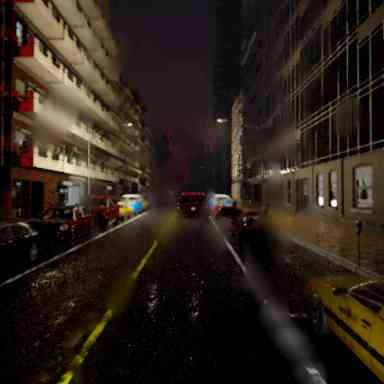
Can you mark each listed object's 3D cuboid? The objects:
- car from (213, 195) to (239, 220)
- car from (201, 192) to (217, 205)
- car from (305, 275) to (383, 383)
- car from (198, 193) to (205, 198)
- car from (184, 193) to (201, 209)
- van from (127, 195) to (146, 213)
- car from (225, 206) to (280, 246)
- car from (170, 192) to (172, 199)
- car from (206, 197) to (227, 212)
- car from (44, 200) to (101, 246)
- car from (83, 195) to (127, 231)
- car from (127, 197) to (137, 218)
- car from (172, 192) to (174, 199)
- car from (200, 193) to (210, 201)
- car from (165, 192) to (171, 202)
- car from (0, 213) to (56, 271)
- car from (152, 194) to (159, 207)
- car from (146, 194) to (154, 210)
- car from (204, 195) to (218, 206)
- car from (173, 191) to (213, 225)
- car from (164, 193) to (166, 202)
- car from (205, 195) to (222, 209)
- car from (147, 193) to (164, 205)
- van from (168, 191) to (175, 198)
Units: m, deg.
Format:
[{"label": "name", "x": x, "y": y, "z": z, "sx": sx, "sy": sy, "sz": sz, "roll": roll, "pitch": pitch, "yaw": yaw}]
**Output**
[{"label": "car", "x": 2.688, "y": 1.286, "z": 25.738, "sx": 1.967, "sy": 1.590, "sz": 4.097, "roll": 1, "pitch": 0, "yaw": 0}, {"label": "car", "x": 2.671, "y": 0.991, "z": 53.476, "sx": 2.192, "sy": 1.841, "sz": 5.009, "roll": 1, "pitch": 0, "yaw": 0}, {"label": "car", "x": 2.702, "y": 1.503, "z": 3.716, "sx": 1.752, "sy": 1.417, "sz": 4.829, "roll": 1, "pitch": 0, "yaw": 0}, {"label": "car", "x": 2.639, "y": 1.016, "z": 92.312, "sx": 1.802, "sy": 1.307, "sz": 4.206, "roll": 1, "pitch": 0, "yaw": 0}, {"label": "car", "x": 0.070, "y": 1.100, "z": 41.964, "sx": 2.097, "sy": 1.767, "sz": 4.553, "roll": 0, "pitch": 0, "yaw": 0}, {"label": "van", "x": -5.668, "y": 1.155, "z": 31.193, "sx": 1.690, "sy": 1.788, "sz": 3.998, "roll": 1, "pitch": 0, "yaw": 0}, {"label": "car", "x": 2.694, "y": 1.495, "z": 14.643, "sx": 1.802, "sy": 1.307, "sz": 4.206, "roll": 1, "pitch": 0, "yaw": 0}, {"label": "car", "x": -5.692, "y": 1.156, "z": 70.020, "sx": 1.802, "sy": 1.307, "sz": 4.206, "roll": 1, "pitch": 0, "yaw": 0}, {"label": "car", "x": 2.678, "y": 1.344, "z": 36.835, "sx": 1.947, "sy": 1.339, "sz": 4.313, "roll": 1, "pitch": 0, "yaw": 0}, {"label": "car", "x": -5.684, "y": 1.354, "z": 14.553, "sx": 1.967, "sy": 1.590, "sz": 4.097, "roll": 1, "pitch": 0, "yaw": 0}, {"label": "car", "x": -5.688, "y": 1.196, "z": 20.099, "sx": 2.192, "sy": 1.841, "sz": 5.009, "roll": 1, "pitch": 0, "yaw": 0}, {"label": "car", "x": -5.703, "y": 1.373, "z": 25.476, "sx": 1.752, "sy": 1.417, "sz": 4.829, "roll": 1, "pitch": 0, "yaw": 0}, {"label": "car", "x": -5.695, "y": 0.819, "z": 81.111, "sx": 2.192, "sy": 1.841, "sz": 5.009, "roll": 1, "pitch": 0, "yaw": 0}, {"label": "car", "x": 2.658, "y": 1.013, "z": 70.120, "sx": 1.967, "sy": 1.590, "sz": 4.097, "roll": 1, "pitch": 0, "yaw": 0}, {"label": "car", "x": -5.688, "y": 1.174, "z": 64.473, "sx": 1.947, "sy": 1.339, "sz": 4.313, "roll": 1, "pitch": 0, "yaw": 0}, {"label": "car", "x": -5.682, "y": 1.497, "z": 9.007, "sx": 2.008, "sy": 1.369, "sz": 4.403, "roll": 1, "pitch": 0, "yaw": 0}, {"label": "car", "x": -5.673, "y": 1.327, "z": 42.286, "sx": 1.802, "sy": 1.307, "sz": 4.206, "roll": 1, "pitch": 0, "yaw": 0}, {"label": "car", "x": -5.668, "y": 1.306, "z": 36.570, "sx": 1.752, "sy": 1.417, "sz": 4.829, "roll": 1, "pitch": 0, "yaw": 0}, {"label": "car", "x": 2.671, "y": 1.234, "z": 48.100, "sx": 1.752, "sy": 1.417, "sz": 4.829, "roll": 1, "pitch": 0, "yaw": 0}, {"label": "car", "x": 0.089, "y": 1.085, "z": 23.178, "sx": 2.150, "sy": 2.045, "sz": 5.566, "roll": 0, "pitch": 1, "yaw": 0}, {"label": "car", "x": -5.680, "y": 1.203, "z": 53.209, "sx": 1.752, "sy": 1.417, "sz": 4.829, "roll": 1, "pitch": 0, "yaw": 0}, {"label": "car", "x": 2.677, "y": 1.184, "z": 42.382, "sx": 1.967, "sy": 1.590, "sz": 4.097, "roll": 1, "pitch": 0, "yaw": 0}, {"label": "car", "x": -5.672, "y": 1.026, "z": 47.831, "sx": 2.192, "sy": 1.841, "sz": 5.009, "roll": 1, "pitch": 0, "yaw": 0}, {"label": "van", "x": -5.703, "y": 0.776, "z": 92.204, "sx": 1.690, "sy": 1.788, "sz": 3.998, "roll": 1, "pitch": 0, "yaw": 0}]
